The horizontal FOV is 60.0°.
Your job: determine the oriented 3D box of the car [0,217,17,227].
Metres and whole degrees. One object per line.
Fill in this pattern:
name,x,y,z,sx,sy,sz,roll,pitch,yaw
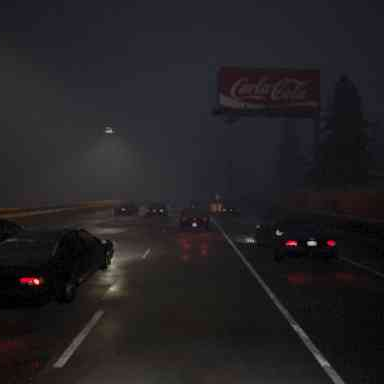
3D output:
car,-6.868,1.553,10.955,1.837,1.490,4.892,0,0,0

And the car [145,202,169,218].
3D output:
car,-3.316,1.708,32.001,2.033,1.411,5.357,0,0,0

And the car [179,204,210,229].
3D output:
car,0.162,1.719,22.553,1.895,1.301,4.718,0,0,0

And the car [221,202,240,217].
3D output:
car,3.850,1.726,33.150,2.033,1.411,5.357,0,0,6

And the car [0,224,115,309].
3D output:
car,-3.382,1.585,8.177,2.033,1.411,5.357,0,0,0

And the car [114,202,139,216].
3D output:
car,-6.809,1.735,35.020,1.994,1.385,4.181,0,0,0

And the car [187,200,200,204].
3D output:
car,0.203,1.764,41.575,2.033,1.411,5.357,0,0,0

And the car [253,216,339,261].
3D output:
car,3.632,1.619,12.566,2.033,1.411,5.357,0,0,0
